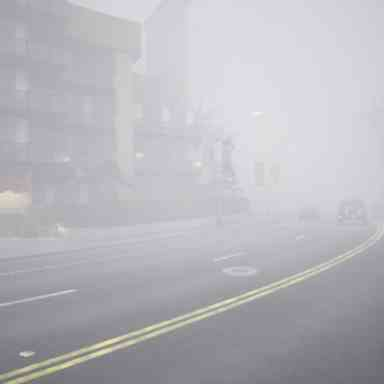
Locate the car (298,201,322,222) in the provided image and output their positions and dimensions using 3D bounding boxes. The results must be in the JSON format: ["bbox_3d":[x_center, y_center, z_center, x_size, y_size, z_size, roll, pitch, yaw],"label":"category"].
[{"bbox_3d":[11.217,1.907,31.549,1.882,1.535,5.008,-1,-1,22],"label":"car"}]

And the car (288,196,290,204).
[{"bbox_3d":[28.228,2.520,89.674,2.185,1.767,4.553,0,-1,-31],"label":"car"}]

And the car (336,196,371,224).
[{"bbox_3d":[13.649,1.547,28.365,2.150,2.045,5.566,-1,-1,24],"label":"car"}]

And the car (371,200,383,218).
[{"bbox_3d":[19.913,1.885,34.577,2.033,1.411,5.357,-1,-1,16],"label":"car"}]
